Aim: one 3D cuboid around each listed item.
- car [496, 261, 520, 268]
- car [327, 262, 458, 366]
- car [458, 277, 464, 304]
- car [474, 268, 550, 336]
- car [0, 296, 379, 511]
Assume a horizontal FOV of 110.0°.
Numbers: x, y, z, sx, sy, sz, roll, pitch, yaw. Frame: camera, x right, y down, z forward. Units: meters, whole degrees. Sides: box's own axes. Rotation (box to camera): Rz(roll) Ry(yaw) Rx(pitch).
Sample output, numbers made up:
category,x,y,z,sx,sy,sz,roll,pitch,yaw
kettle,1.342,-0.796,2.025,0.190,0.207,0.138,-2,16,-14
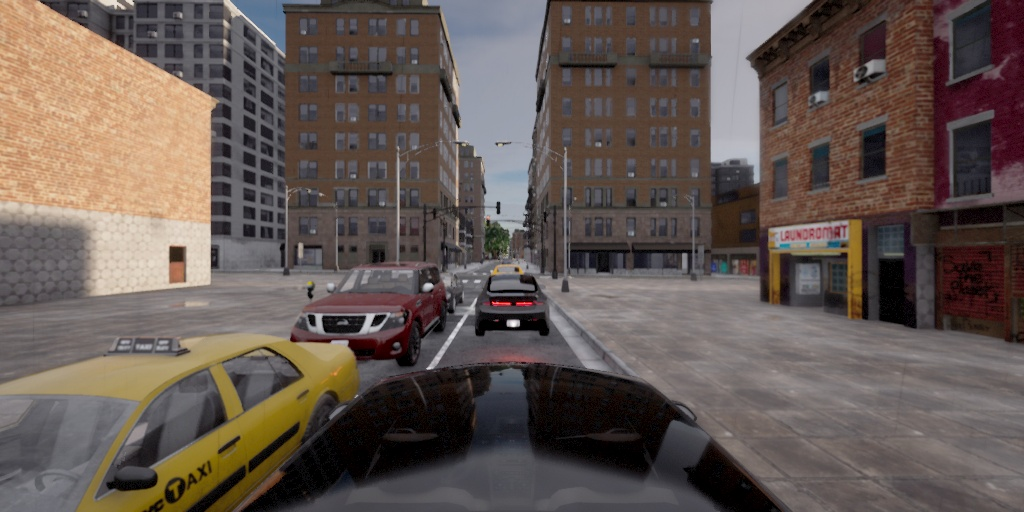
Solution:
category,x,y,z,sx,sy,sz,roll,pitch,yaw
car,-0.227,1.230,20.424,1.882,1.535,5.008,0,0,-1
car,-2.734,1.065,8.111,2.192,1.841,5.009,0,0,-1
car,-2.834,1.301,13.724,2.007,1.370,4.403,0,0,-1
car,-0.037,1.256,10.409,1.837,1.490,4.892,0,0,-2
car,-2.630,1.275,2.328,1.751,1.417,4.829,0,0,-1
